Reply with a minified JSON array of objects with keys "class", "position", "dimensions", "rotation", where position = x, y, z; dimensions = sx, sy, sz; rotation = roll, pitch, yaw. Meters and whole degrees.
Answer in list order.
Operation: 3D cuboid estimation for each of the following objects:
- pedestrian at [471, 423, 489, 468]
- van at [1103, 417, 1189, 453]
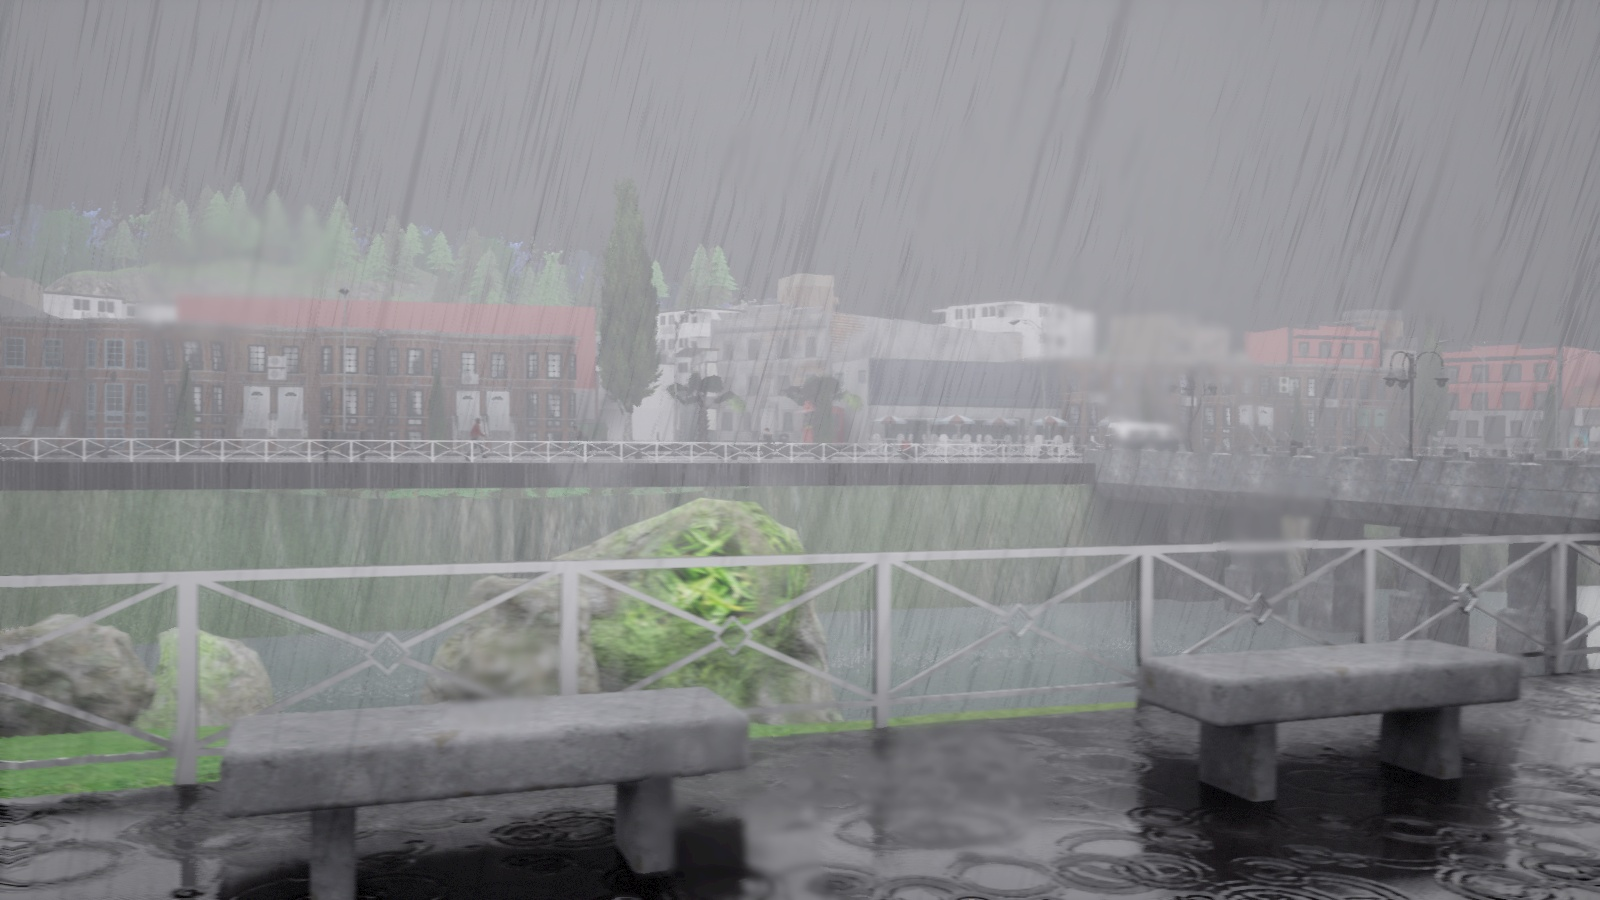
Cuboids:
[{"class":"pedestrian","position":[-13.220,-0.190,51.894],"dimensions":[0.636,1.846,0.331],"rotation":[-1,1,-23]},{"class":"van","position":[20.136,-0.886,73.108],"dimensions":[4.480,2.038,2.069],"rotation":[-1,1,-21]}]
